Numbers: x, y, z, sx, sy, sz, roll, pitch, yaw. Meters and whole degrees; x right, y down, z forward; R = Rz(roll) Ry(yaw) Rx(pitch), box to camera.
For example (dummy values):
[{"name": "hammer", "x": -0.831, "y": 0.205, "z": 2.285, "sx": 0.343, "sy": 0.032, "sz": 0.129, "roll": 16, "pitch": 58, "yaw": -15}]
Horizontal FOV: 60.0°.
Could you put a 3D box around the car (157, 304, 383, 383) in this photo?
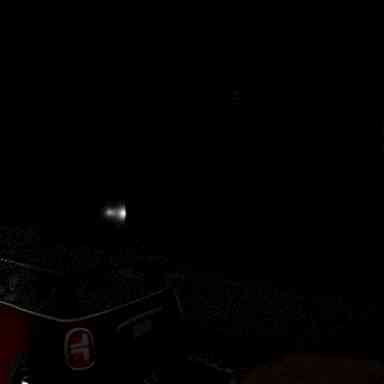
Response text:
[{"name": "car", "x": 2.263, "y": 1.526, "z": 1.464, "sx": 4.829, "sy": 1.417, "sz": 1.752, "roll": 0, "pitch": 0, "yaw": 36}]

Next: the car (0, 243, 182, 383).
[{"name": "car", "x": -2.096, "y": 1.436, "z": 4.575, "sx": 4.097, "sy": 1.590, "sz": 1.967, "roll": 0, "pitch": 0, "yaw": 36}]
